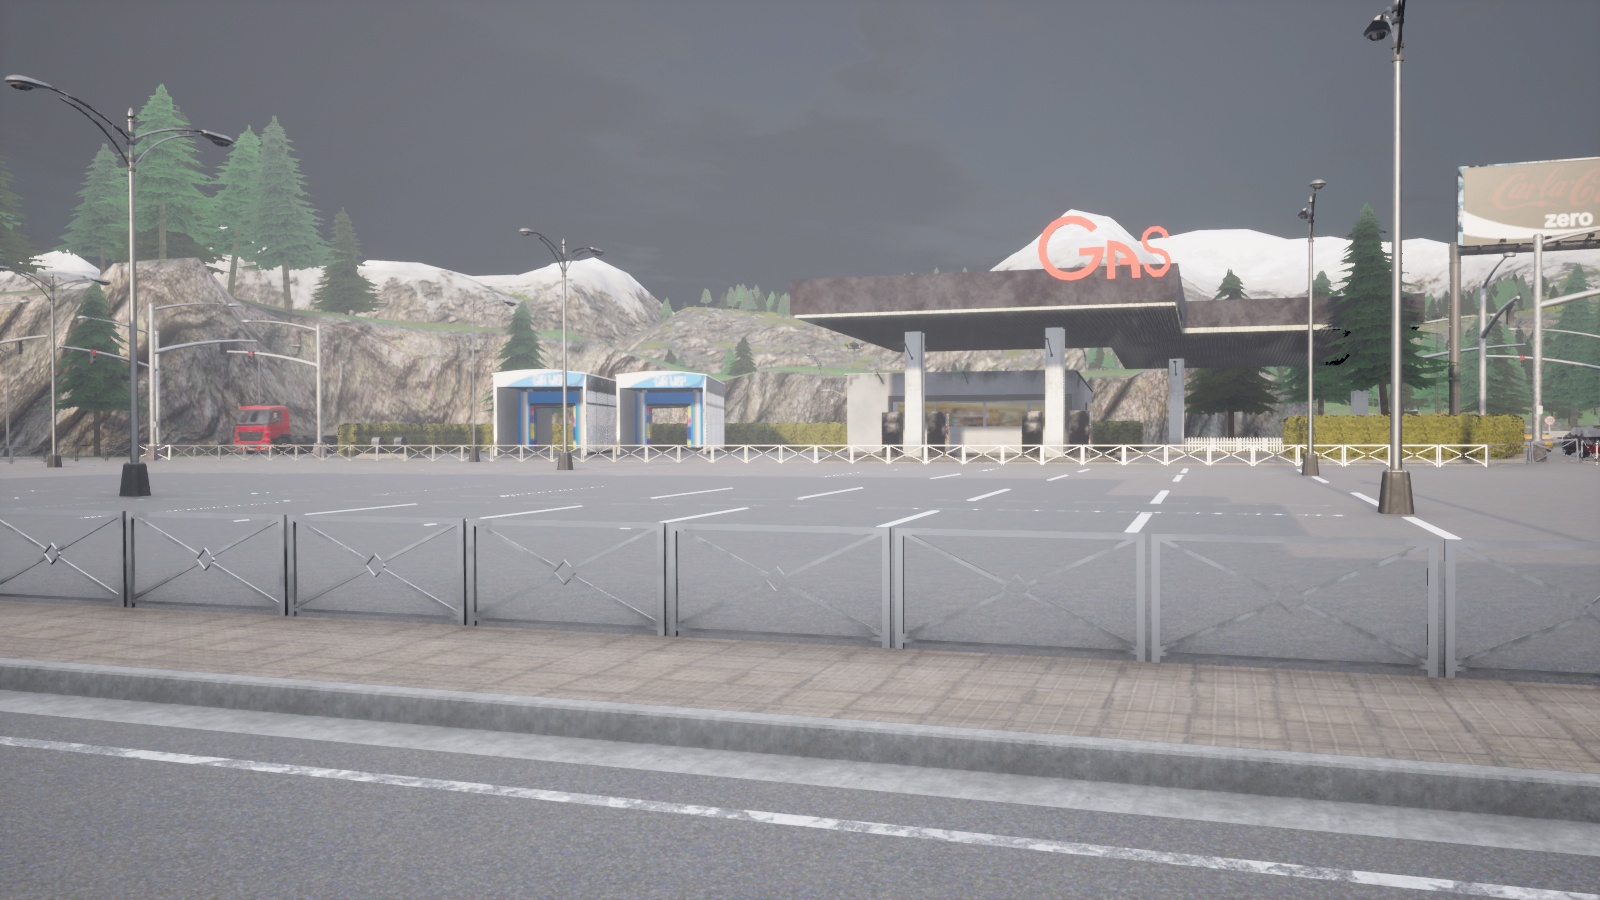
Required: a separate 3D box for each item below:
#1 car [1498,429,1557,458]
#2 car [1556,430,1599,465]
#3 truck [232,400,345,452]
[{"bbox_3d":[41.356,-0.401,71.476,1.801,1.575,5.366,1,1,18],"label":"car"},{"bbox_3d":[36.862,-0.126,58.139,2.163,1.488,4.792,1,2,19],"label":"car"},{"bbox_3d":[-35.469,-1.673,87.438,2.891,3.462,7.936,1,1,18],"label":"truck"}]
